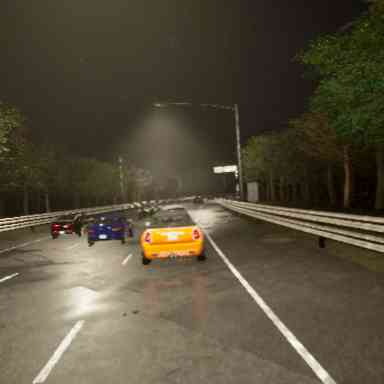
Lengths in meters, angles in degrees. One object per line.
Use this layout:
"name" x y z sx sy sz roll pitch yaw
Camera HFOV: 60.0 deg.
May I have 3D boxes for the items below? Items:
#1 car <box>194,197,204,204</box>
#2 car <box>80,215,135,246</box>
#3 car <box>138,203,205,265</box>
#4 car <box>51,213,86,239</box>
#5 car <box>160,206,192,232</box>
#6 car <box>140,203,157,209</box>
"car" 1.576 1.959 78.101 2.097 1.767 4.553 -4 0 7
"car" -4.292 1.967 17.980 1.812 1.442 4.674 -4 -1 -2
"car" -0.727 1.521 12.880 2.097 1.767 4.553 -4 -1 -3
"car" -7.911 2.214 22.519 1.837 1.490 4.892 -4 -1 -1
"car" -1.082 1.844 24.331 2.033 1.411 5.357 -4 -1 -1
"car" -4.486 1.969 36.103 2.097 1.767 4.553 -4 -1 1
